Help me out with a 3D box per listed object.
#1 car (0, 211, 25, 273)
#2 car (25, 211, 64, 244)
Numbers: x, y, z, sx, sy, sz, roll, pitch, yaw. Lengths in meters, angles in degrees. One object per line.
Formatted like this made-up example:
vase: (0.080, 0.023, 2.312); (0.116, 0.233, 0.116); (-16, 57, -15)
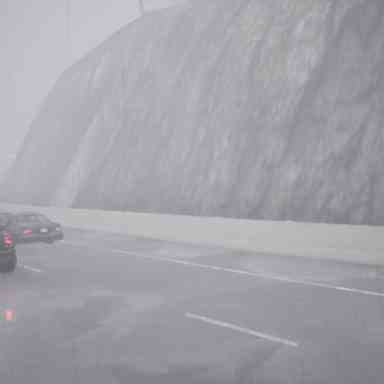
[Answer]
car: (-7.020, 1.363, 9.653); (4.553, 1.767, 2.097); (0, 0, 39)
car: (-7.743, 1.567, 14.788); (5.357, 1.411, 2.033); (0, 0, 41)
